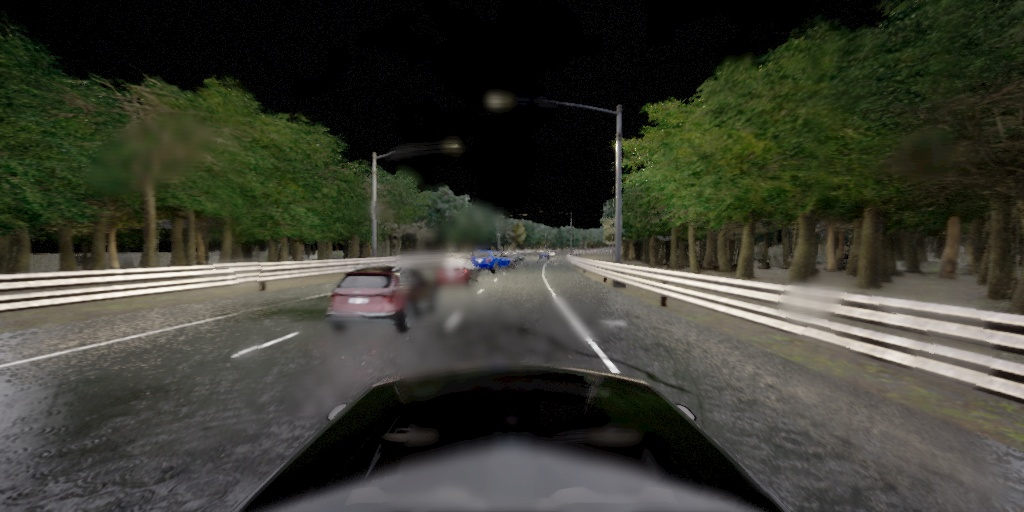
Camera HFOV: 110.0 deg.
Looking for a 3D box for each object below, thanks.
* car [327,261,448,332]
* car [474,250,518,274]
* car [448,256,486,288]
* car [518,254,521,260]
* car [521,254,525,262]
[{"bbox_3d":[-3.439,1.049,10.401,2.033,1.649,4.856,0,1,1],"label":"car"},{"bbox_3d":[-1.721,0.502,33.124,2.150,2.045,5.566,0,1,23],"label":"car"},{"bbox_3d":[-3.085,0.976,21.283,2.163,1.488,4.792,0,1,3],"label":"car"},{"bbox_3d":[-0.288,0.504,53.726,1.895,1.301,4.718,0,1,7],"label":"car"},{"bbox_3d":[1.224,0.311,64.478,1.895,1.301,4.718,0,1,9],"label":"car"}]
